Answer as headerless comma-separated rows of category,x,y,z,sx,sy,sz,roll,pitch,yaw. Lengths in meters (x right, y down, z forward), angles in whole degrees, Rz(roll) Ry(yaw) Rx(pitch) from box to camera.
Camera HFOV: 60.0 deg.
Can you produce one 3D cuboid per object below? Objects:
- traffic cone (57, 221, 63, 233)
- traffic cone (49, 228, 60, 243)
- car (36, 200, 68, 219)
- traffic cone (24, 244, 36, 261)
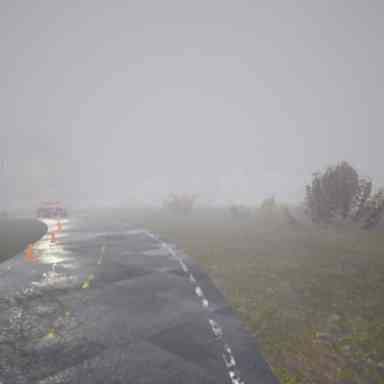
traffic cone,-8.413,2.308,21.188,0.340,0.580,0.340,0,-1,-20
traffic cone,-6.935,2.227,16.603,0.340,0.580,0.340,0,-1,-16
car,-16.258,1.934,38.360,2.150,2.045,5.566,1,-2,-40
traffic cone,-5.799,2.151,11.922,0.340,0.580,0.340,0,-1,-12
